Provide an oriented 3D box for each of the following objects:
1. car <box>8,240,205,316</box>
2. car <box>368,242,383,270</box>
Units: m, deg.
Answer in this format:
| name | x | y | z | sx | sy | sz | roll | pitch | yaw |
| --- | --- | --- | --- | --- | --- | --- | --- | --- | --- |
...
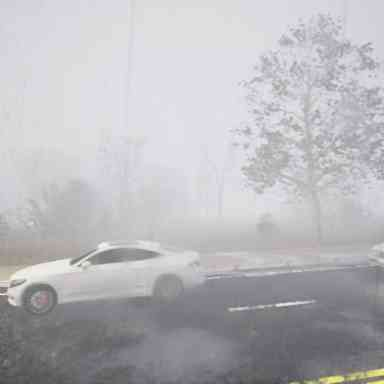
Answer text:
| name | x | y | z | sx | sy | sz | roll | pitch | yaw |
| --- | --- | --- | --- | --- | --- | --- | --- | --- | --- |
| car | -1.994 | 1.979 | 8.412 | 4.674 | 1.442 | 1.812 | -1 | -3 | -12 |
| car | 7.992 | 1.771 | 10.567 | 4.674 | 1.442 | 1.812 | -1 | -3 | -12 |
